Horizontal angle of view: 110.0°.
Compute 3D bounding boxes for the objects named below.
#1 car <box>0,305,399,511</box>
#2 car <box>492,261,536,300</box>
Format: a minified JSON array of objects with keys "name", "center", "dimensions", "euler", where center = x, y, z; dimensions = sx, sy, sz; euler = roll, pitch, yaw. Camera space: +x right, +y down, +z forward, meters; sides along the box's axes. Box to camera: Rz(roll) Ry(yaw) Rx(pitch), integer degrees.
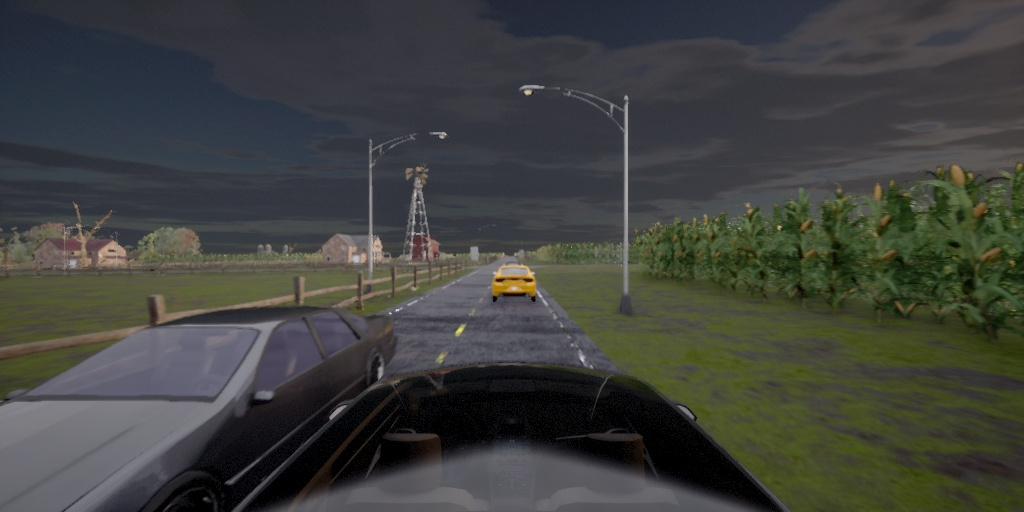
[{"name":"car","center":[-2.818,1.290,3.749],"dimensions":[2.033,1.411,5.357],"euler":[0,0,0]},{"name":"car","center":[0.095,1.170,17.157],"dimensions":[1.882,1.535,5.008],"euler":[0,0,0]}]
